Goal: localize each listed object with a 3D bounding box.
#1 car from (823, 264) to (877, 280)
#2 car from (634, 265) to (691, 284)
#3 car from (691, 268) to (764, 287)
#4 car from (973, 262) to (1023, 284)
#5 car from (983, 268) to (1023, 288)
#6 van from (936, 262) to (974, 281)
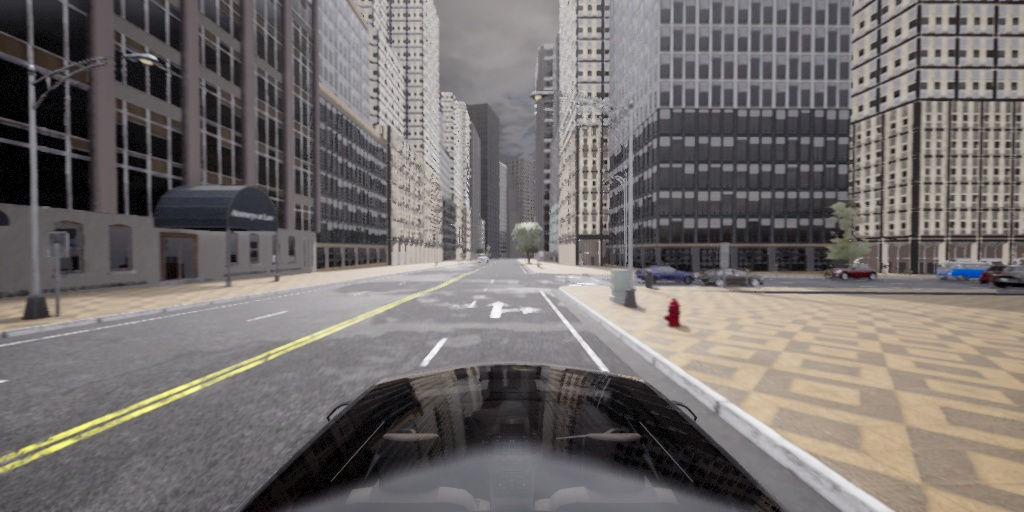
[{"bbox_3d":[32.760,1.483,34.894,4.097,1.591,1.967,0,0,-1],"label":"car"},{"bbox_3d":[12.264,1.462,28.947,4.674,1.442,1.812,1,1,-1],"label":"car"},{"bbox_3d":[15.927,1.569,26.184,4.403,1.370,2.007,0,0,-1],"label":"car"},{"bbox_3d":[41.461,1.574,29.253,4.553,1.767,2.097,1,1,0],"label":"car"},{"bbox_3d":[38.491,1.803,26.582,4.313,1.339,1.948,0,0,-1],"label":"car"},{"bbox_3d":[44.041,1.494,35.029,3.998,1.789,1.690,0,0,-1],"label":"van"}]
